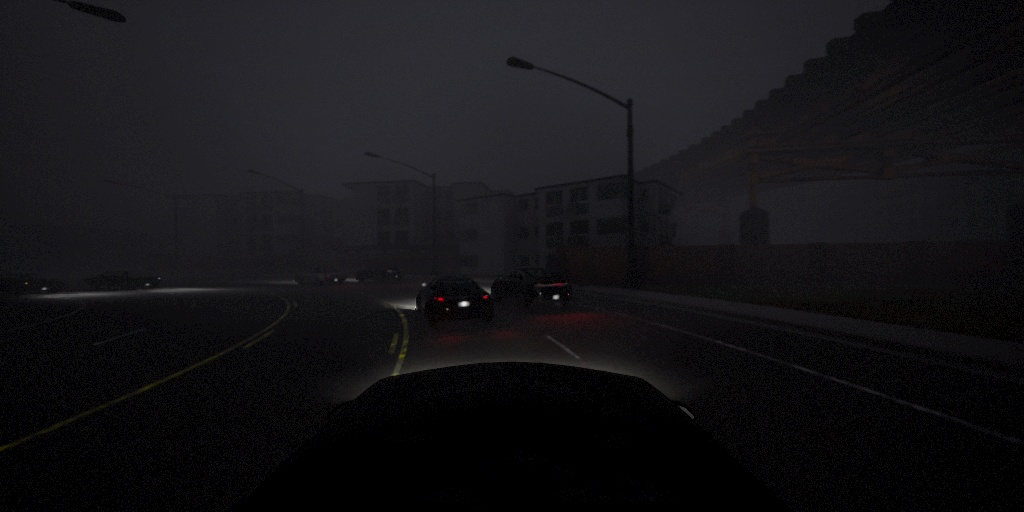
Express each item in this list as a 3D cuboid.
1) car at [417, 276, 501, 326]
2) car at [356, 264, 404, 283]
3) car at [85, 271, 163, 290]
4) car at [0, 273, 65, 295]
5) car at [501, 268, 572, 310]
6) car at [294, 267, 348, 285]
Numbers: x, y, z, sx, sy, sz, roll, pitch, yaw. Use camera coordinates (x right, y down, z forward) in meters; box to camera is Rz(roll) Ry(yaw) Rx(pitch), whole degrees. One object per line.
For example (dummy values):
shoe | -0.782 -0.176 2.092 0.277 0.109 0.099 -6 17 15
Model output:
car | -2.032 1.347 12.094 1.994 1.385 4.181 -1 0 -19
car | -10.954 1.400 29.554 4.902 1.511 2.128 -1 0 38
car | -27.676 1.715 25.638 4.718 1.301 1.895 -1 0 13
car | -31.381 1.759 22.902 4.718 1.301 1.895 -1 0 12
car | 0.636 1.244 14.810 2.128 1.511 4.902 -1 0 -22
car | -15.222 1.562 28.400 4.718 1.301 1.895 -1 0 33
